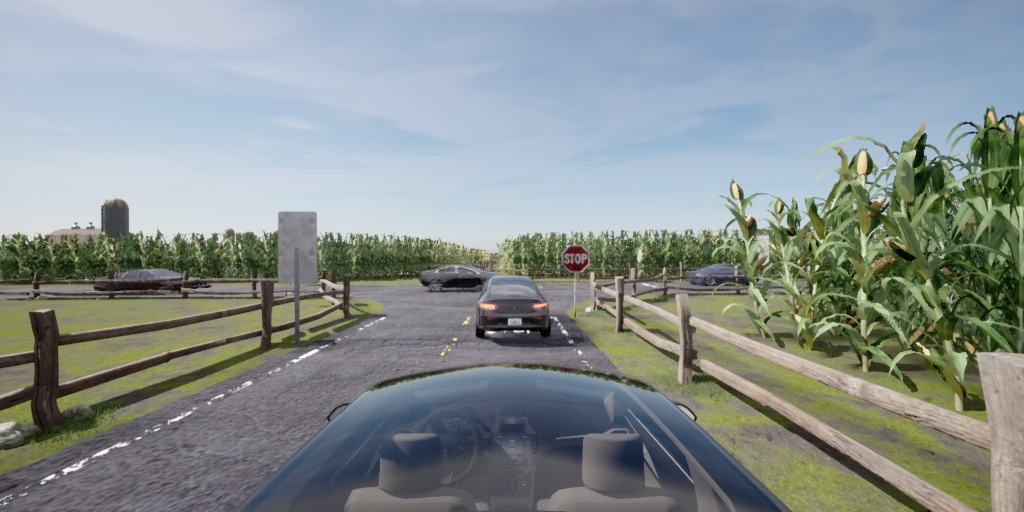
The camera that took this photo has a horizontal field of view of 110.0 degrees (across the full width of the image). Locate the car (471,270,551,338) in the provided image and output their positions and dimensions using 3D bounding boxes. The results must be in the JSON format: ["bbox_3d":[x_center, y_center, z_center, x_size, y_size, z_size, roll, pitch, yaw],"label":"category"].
[{"bbox_3d":[-0.041,1.275,10.132,1.812,1.442,4.674,0,0,-3],"label":"car"}]

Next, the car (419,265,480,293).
[{"bbox_3d":[-2.773,1.243,20.453,4.902,1.511,2.128,0,0,0],"label":"car"}]

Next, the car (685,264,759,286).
[{"bbox_3d":[13.627,1.197,23.376,4.181,1.385,1.994,0,0,0],"label":"car"}]

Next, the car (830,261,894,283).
[{"bbox_3d":[23.563,1.073,23.352,4.892,1.490,1.837,0,0,0],"label":"car"}]

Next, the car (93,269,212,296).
[{"bbox_3d":[-20.440,1.452,20.479,5.357,1.411,2.033,0,0,0],"label":"car"}]
